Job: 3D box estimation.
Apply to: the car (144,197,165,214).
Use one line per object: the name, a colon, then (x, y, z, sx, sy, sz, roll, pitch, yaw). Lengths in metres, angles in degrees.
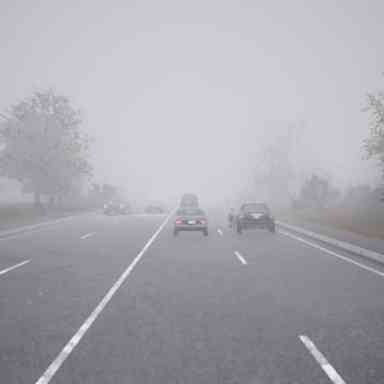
car: (-3.958, 1.523, 35.753, 1.812, 1.442, 4.674, 0, 0, -1)

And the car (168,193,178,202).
car: (-4.327, 1.139, 76.986, 2.150, 2.045, 5.566, 0, 0, -1)

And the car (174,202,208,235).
car: (-0.074, 1.545, 18.908, 2.033, 1.411, 5.357, 0, 0, -1)

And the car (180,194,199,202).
car: (-0.321, 1.215, 40.817, 2.150, 2.045, 5.566, 0, 0, -1)

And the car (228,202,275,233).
car: (3.414, 1.347, 19.762, 2.097, 1.767, 4.553, 0, 0, -1)

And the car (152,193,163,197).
car: (-7.806, 1.146, 75.136, 2.150, 2.045, 5.566, 0, 0, -1)

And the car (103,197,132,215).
car: (-7.431, 1.352, 33.334, 2.097, 1.767, 4.553, 0, 0, -1)
